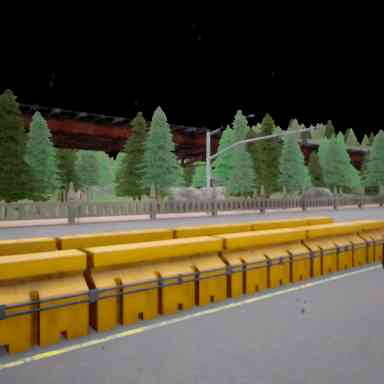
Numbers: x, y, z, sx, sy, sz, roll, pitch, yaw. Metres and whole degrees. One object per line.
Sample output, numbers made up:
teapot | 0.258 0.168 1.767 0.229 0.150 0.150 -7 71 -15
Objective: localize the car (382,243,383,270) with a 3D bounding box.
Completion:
car | 6.953 1.474 8.731 5.008 1.535 1.882 0 0 -35
